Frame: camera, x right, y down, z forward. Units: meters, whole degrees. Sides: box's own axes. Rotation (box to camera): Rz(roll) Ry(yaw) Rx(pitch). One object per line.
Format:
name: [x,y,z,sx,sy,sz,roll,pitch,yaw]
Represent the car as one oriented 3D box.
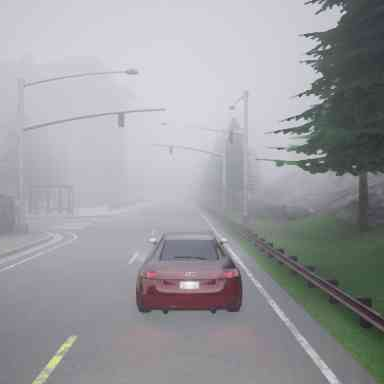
car: [-0.077,1.564,7.696,1.994,1.385,4.181,0,0,-1]
